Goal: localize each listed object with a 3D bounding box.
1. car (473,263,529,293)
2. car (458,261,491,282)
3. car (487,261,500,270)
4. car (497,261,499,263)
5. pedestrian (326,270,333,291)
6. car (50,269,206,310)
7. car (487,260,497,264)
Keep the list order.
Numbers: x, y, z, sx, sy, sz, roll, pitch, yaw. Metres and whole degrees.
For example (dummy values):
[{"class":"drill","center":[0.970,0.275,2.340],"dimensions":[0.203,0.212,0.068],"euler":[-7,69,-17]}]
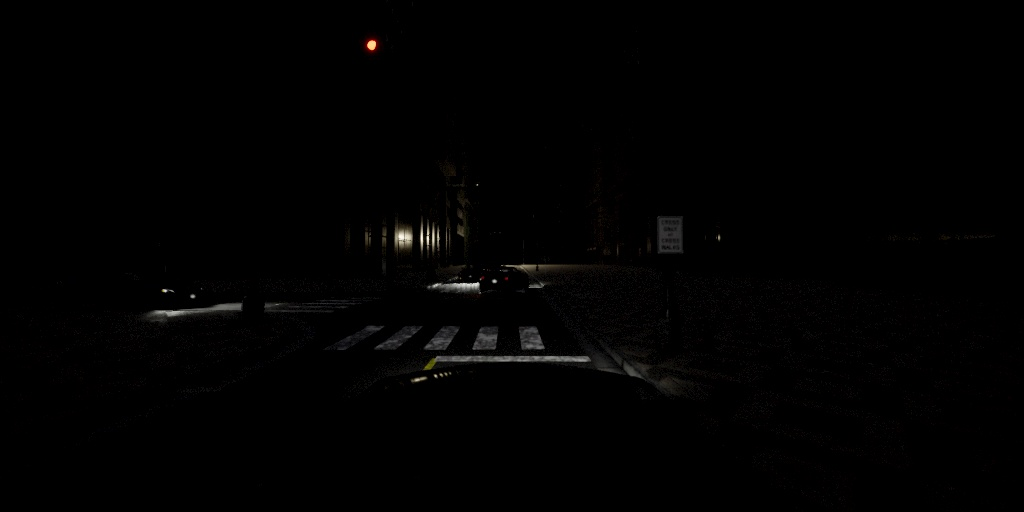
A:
[{"class":"car","center":[-0.359,1.317,20.857],"dimensions":[1.994,1.385,4.181],"euler":[0,0,17]},{"class":"car","center":[-3.037,1.328,28.430],"dimensions":[1.994,1.385,4.181],"euler":[0,0,1]},{"class":"car","center":[-2.934,1.460,57.830],"dimensions":[1.895,1.301,4.718],"euler":[0,0,1]},{"class":"car","center":[-2.998,1.321,47.604],"dimensions":[1.837,1.490,4.892],"euler":[0,0,0]},{"class":"pedestrian","center":[-9.971,0.974,19.611],"dimensions":[0.375,1.860,0.375],"euler":[0,-1,0]},{"class":"car","center":[-14.221,1.215,13.380],"dimensions":[4.674,1.442,1.812],"euler":[0,-1,0]},{"class":"car","center":[-3.026,1.332,37.751],"dimensions":[2.033,1.411,5.357],"euler":[0,0,0]}]
